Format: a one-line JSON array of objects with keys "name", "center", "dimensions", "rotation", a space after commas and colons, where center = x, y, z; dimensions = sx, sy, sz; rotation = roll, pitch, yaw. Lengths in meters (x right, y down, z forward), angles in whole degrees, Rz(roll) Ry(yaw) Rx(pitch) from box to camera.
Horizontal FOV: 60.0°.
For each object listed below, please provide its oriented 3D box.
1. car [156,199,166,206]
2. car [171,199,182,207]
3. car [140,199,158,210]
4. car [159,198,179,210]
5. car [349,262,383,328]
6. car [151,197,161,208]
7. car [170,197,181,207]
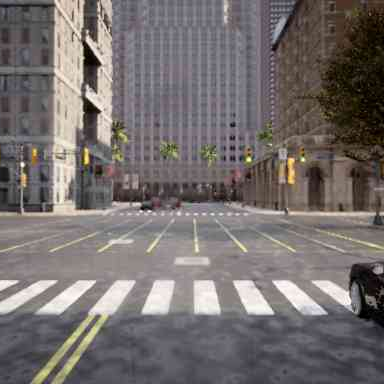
[{"name": "car", "center": [-6.923, 2.425, 74.500], "dimensions": [1.837, 1.490, 4.892], "rotation": [0, -1, 1]}, {"name": "car", "center": [-3.427, 2.445, 74.053], "dimensions": [2.128, 1.511, 4.902], "rotation": [0, -1, 1]}, {"name": "car", "center": [-7.149, 2.216, 53.788], "dimensions": [2.033, 1.411, 5.357], "rotation": [0, -1, 0]}, {"name": "car", "center": [-3.643, 2.157, 53.499], "dimensions": [2.128, 1.511, 4.902], "rotation": [0, -1, 0]}, {"name": "car", "center": [3.784, 1.534, 4.450], "dimensions": [1.882, 1.535, 5.008], "rotation": [0, -1, 6]}, {"name": "car", "center": [-7.052, 2.013, 64.037], "dimensions": [2.150, 2.045, 5.566], "rotation": [0, 0, 1]}, {"name": "car", "center": [-3.562, 2.012, 63.648], "dimensions": [2.150, 2.045, 5.566], "rotation": [0, -1, 1]}]
